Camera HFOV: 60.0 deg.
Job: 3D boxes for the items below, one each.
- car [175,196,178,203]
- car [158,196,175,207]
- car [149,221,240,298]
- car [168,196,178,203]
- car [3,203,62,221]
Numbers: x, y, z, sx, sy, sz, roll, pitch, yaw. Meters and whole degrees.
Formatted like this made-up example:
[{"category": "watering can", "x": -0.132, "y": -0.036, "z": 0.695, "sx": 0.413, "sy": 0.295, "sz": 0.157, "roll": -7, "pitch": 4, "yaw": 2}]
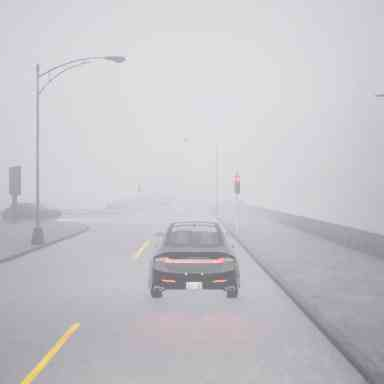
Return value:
[{"category": "car", "x": -4.095, "y": 1.601, "z": 60.548, "sx": 1.895, "sy": 1.301, "sz": 4.718, "roll": 0, "pitch": 0, "yaw": 0}, {"category": "car", "x": -4.119, "y": 1.547, "z": 50.882, "sx": 2.033, "sy": 1.411, "sz": 5.357, "roll": 0, "pitch": 0, "yaw": 0}, {"category": "car", "x": 0.058, "y": 1.492, "z": 8.491, "sx": 2.128, "sy": 1.511, "sz": 4.902, "roll": 0, "pitch": 0, "yaw": 0}, {"category": "car", "x": -4.030, "y": 1.552, "z": 70.365, "sx": 1.994, "sy": 1.385, "sz": 4.181, "roll": 0, "pitch": 0, "yaw": 0}, {"category": "car", "x": -12.714, "y": 1.564, "z": 26.612, "sx": 4.181, "sy": 1.385, "sz": 1.994, "roll": 0, "pitch": 0, "yaw": 1}]
